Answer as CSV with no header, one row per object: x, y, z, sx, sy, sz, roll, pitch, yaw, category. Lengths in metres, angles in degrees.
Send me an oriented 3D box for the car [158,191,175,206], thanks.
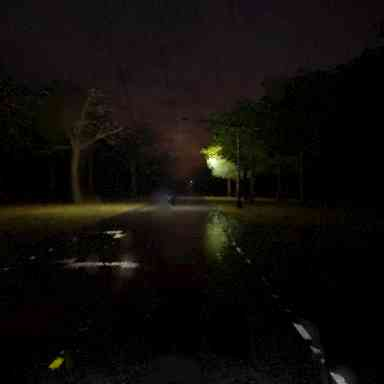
-3.582,0.855,47.320,2.150,2.045,5.566,0,0,0,car
